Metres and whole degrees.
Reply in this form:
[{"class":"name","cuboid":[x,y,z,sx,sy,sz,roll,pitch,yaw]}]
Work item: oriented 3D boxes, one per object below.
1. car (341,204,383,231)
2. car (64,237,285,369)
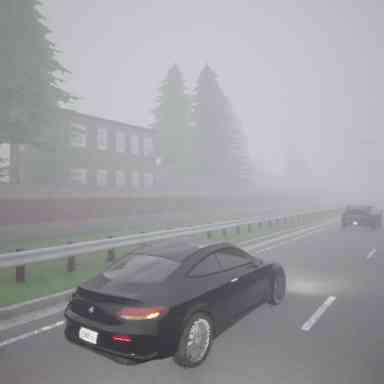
[{"class":"car","cuboid":[10.738,1.513,20.986,1.837,1.490,4.892,0,0,35]},{"class":"car","cuboid":[0.091,1.528,5.821,1.812,1.442,4.674,0,0,35]}]
